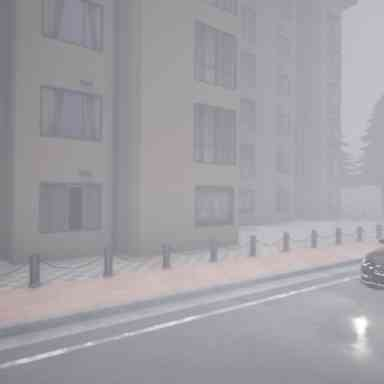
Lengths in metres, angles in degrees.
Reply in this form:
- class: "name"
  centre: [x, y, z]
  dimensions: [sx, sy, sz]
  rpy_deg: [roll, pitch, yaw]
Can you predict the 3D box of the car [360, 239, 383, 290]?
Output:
- class: "car"
  centre: [6.109, 1.614, 8.245]
  dimensions: [4.892, 1.490, 1.837]
  rpy_deg: [1, -1, -35]
